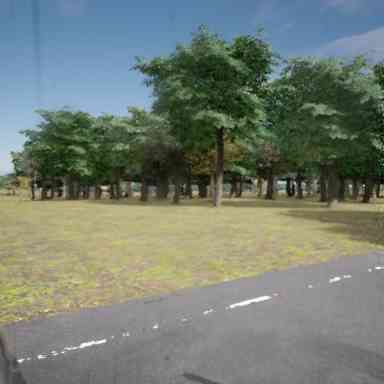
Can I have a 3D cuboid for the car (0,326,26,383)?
[{"bbox_3d":[-3.640,1.537,1.394,5.357,1.411,2.033,0,0,-36],"label":"car"}]
